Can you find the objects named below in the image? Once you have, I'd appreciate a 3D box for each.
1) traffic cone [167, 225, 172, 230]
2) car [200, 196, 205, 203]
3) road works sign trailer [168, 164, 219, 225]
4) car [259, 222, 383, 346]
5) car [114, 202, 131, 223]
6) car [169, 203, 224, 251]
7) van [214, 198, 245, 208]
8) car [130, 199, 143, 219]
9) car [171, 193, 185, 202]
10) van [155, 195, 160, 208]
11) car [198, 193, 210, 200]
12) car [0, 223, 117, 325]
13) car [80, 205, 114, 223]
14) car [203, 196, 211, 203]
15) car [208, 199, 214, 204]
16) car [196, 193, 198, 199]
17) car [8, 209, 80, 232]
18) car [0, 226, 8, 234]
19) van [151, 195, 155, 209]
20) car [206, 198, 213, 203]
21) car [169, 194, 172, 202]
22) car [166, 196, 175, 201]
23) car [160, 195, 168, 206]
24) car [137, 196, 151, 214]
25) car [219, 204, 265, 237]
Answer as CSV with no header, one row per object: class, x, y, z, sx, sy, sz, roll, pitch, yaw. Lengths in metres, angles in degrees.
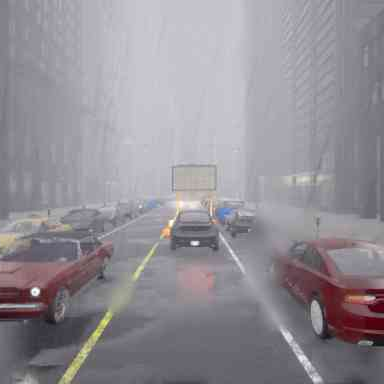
traffic cone,-1.308,2.078,17.442,0.340,0.340,0.580,0,0,3
car,2.710,1.581,51.500,1.887,1.381,4.507,0,0,0
road works sign trailer,0.148,0.322,17.909,2.380,3.560,2.880,0,0,8
car,2.754,1.545,6.411,1.887,1.381,4.507,0,0,0
car,-5.787,1.590,23.295,1.802,1.307,4.206,0,0,0
car,0.079,1.488,14.043,1.837,1.490,4.892,0,1,-1
van,2.737,1.349,23.319,1.690,1.788,3.998,0,0,0
car,-5.793,1.578,28.931,1.947,1.339,4.313,0,0,0
car,-3.076,1.568,78.150,2.128,1.511,4.902,0,0,0
van,-5.810,1.370,45.841,1.690,1.788,3.998,0,0,0
car,2.699,1.366,62.773,2.192,1.841,5.009,0,0,0
car,-3.108,1.602,7.199,1.895,1.301,4.718,0,0,0
car,-5.782,1.571,17.657,1.947,1.339,4.313,0,0,0
car,2.721,1.574,40.228,2.008,1.369,4.403,0,0,0
car,2.732,1.563,28.956,2.008,1.369,4.403,0,0,0
car,2.677,1.616,85.488,1.752,1.417,4.829,0,0,0
car,-5.776,1.528,11.851,1.752,1.417,4.829,0,0,0
car,-5.771,1.567,6.385,1.947,1.339,4.313,0,0,0
van,-5.804,1.364,40.205,1.690,1.788,3.998,0,0,0
car,2.727,1.599,34.592,1.802,1.307,4.206,0,0,0
car,-5.842,1.624,79.660,1.887,1.381,4.507,0,0,0
car,-5.853,1.667,90.933,1.947,1.339,4.313,0,0,0
car,-5.821,1.358,57.114,2.192,1.841,5.009,0,0,0
car,-5.799,1.457,34.568,1.967,1.590,4.097,0,0,0
car,2.743,1.555,17.683,2.008,1.369,4.403,0,0,0
